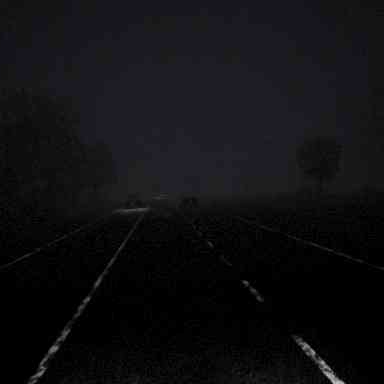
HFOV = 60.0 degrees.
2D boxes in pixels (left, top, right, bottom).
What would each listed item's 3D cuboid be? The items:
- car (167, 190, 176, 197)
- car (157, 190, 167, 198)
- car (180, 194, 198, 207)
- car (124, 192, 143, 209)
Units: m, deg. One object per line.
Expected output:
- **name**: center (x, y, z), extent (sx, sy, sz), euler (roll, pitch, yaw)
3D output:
- **car**: center (-5.392, 0.635, 93.418), extent (1.837, 1.490, 4.892), euler (-3, 1, -6)
- **car**: center (-8.605, 0.842, 90.184), extent (1.837, 1.490, 4.892), euler (-3, 1, -3)
- **car**: center (-0.387, 0.980, 41.973), extent (1.882, 1.535, 5.008), euler (-3, 1, -6)
- **car**: center (-7.761, 1.084, 44.317), extent (2.150, 2.045, 5.566), euler (-3, 1, -6)
